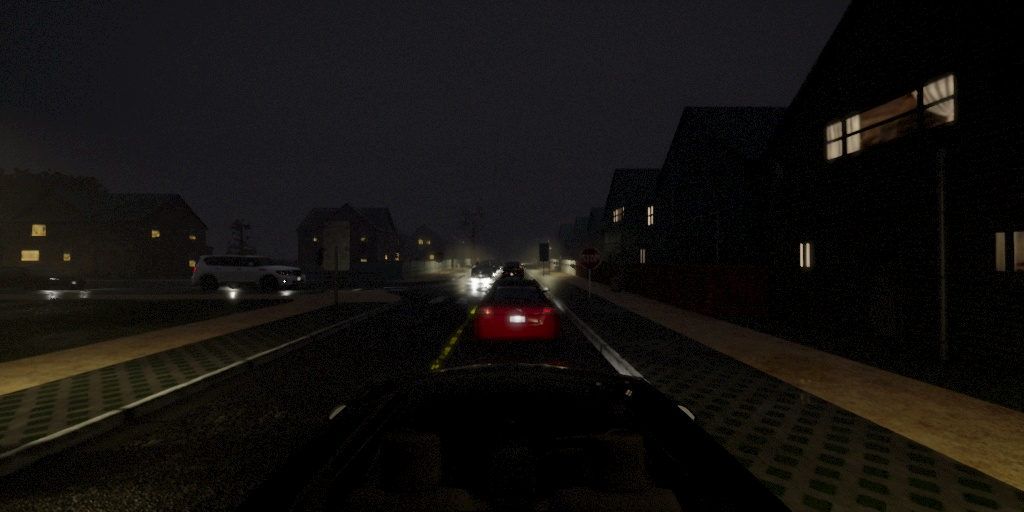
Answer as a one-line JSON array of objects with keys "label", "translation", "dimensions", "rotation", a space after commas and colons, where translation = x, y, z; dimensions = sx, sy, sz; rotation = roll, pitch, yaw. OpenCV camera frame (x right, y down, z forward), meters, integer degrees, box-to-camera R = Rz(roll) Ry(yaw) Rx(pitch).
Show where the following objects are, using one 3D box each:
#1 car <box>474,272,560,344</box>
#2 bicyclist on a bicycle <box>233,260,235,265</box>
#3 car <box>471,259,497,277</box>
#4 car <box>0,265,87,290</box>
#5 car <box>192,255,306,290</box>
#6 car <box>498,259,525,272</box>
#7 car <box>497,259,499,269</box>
[{"label": "car", "translation": [0.092, 1.313, 9.639], "dimensions": [1.994, 1.385, 4.181], "rotation": [0, 0, -1]}, {"label": "bicyclist on a bicycle", "translation": [-20.253, 1.093, 26.370], "dimensions": [0.582, 1.620, 1.656], "rotation": [0, 0, -1]}, {"label": "car", "translation": [-2.905, 1.242, 35.472], "dimensions": [2.128, 1.511, 4.902], "rotation": [0, 0, 0]}, {"label": "car", "translation": [-27.335, 1.250, 20.451], "dimensions": [4.674, 1.442, 1.812], "rotation": [0, -1, 0]}, {"label": "car", "translation": [-14.997, 0.951, 20.558], "dimensions": [5.566, 2.045, 2.150], "rotation": [0, -1, -1]}, {"label": "car", "translation": [0.062, 1.254, 32.140], "dimensions": [1.837, 1.490, 4.892], "rotation": [1, 0, 2]}, {"label": "car", "translation": [-2.916, 1.230, 44.789], "dimensions": [1.882, 1.535, 5.008], "rotation": [0, 0, 0]}]
